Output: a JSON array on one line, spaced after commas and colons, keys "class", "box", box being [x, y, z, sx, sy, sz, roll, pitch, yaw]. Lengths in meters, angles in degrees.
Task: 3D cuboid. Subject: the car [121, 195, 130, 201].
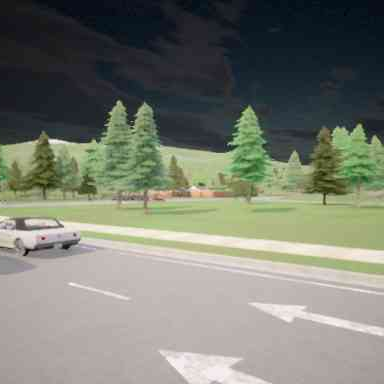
[{"class": "car", "box": [-13.802, 1.413, 76.787, 1.837, 1.490, 4.892, 0, 0, 36]}]

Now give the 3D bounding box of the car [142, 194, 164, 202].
[{"class": "car", "box": [-8.108, 1.275, 72.714, 2.097, 1.767, 4.553, 0, 0, 36]}]

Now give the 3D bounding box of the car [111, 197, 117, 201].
[{"class": "car", "box": [-16.640, 1.449, 78.835, 2.033, 1.411, 5.357, 0, 0, 36]}]

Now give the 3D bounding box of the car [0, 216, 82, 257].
[{"class": "car", "box": [-6.481, 1.589, 12.899, 4.718, 1.301, 1.895, 0, 0, 35]}]

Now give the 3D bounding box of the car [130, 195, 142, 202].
[{"class": "car", "box": [-10.964, 1.441, 74.738, 1.812, 1.442, 4.674, 0, 0, 36]}]
